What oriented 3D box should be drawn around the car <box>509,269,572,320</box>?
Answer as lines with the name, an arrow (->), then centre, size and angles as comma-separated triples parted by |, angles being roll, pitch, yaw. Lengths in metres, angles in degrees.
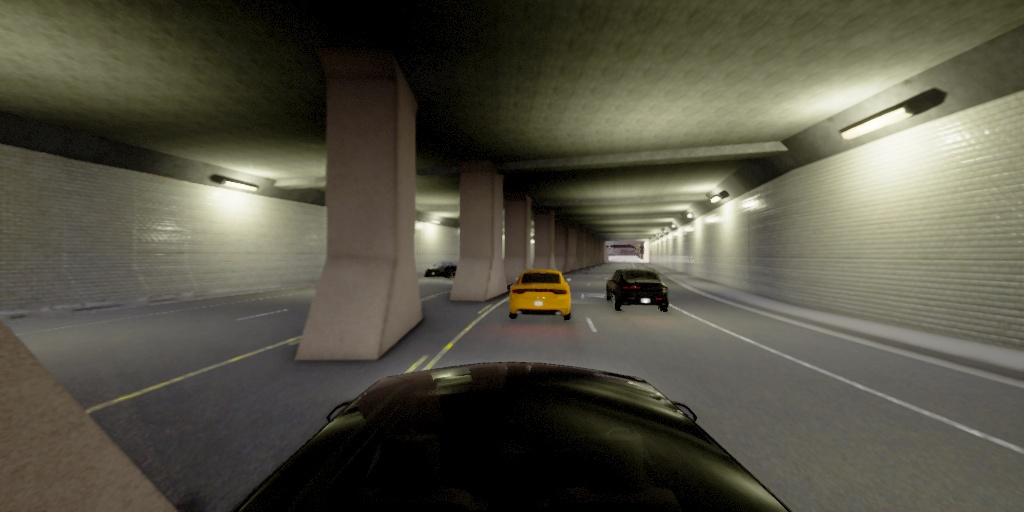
car -> 1.077, 1.206, 12.742 | 1.882, 1.535, 5.008 | 0, 0, 7

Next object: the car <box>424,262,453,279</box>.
car -> -5.740, 1.211, 30.629 | 1.994, 1.385, 4.181 | 0, 0, 17

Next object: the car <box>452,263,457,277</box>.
car -> -2.534, 1.215, 29.244 | 2.033, 1.411, 5.357 | 0, 0, 17

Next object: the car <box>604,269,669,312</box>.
car -> 4.890, 1.250, 14.434 | 1.837, 1.490, 4.892 | 0, 0, 10
